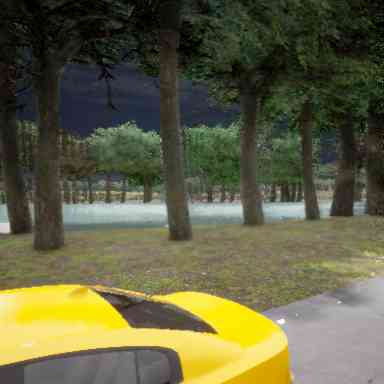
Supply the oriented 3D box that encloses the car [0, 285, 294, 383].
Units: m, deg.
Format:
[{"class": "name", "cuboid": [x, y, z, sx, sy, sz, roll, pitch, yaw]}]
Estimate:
[{"class": "car", "cuboid": [-1.508, 1.477, 1.967, 5.008, 1.535, 1.882, 0, 0, -36]}]
